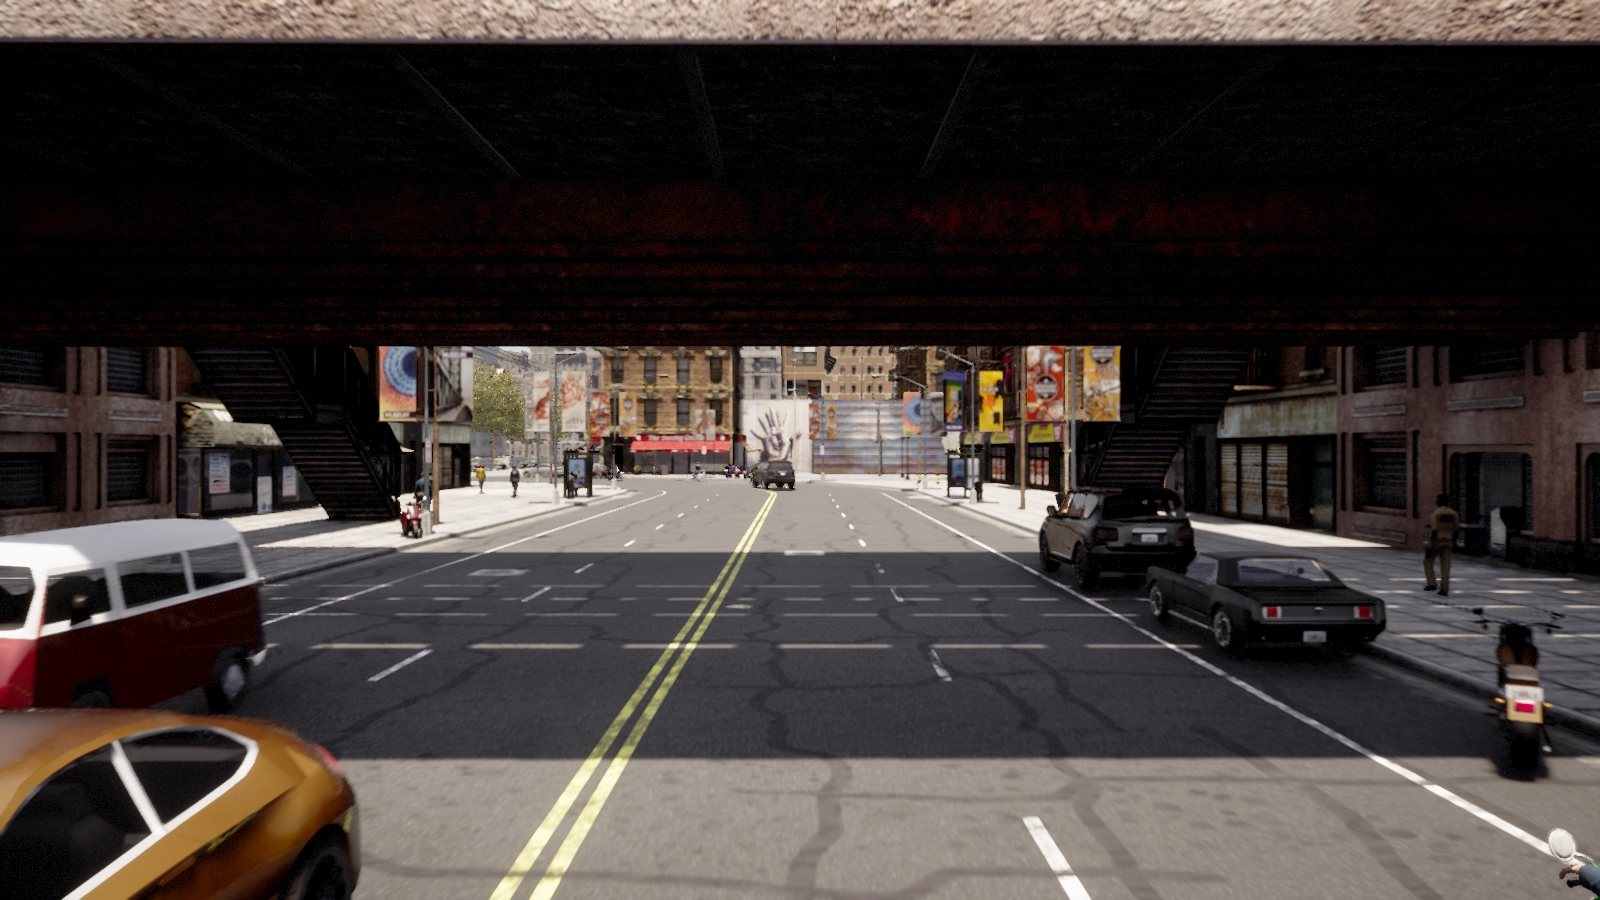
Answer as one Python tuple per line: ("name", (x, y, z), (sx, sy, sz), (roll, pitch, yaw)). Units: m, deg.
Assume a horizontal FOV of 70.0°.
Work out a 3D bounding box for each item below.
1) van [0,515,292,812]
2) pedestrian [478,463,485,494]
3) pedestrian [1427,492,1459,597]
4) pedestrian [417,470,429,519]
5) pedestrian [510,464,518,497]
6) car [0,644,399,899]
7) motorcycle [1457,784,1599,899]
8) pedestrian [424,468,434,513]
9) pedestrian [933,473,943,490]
("van", (-6.973, 1.782, 11.084), (2.069, 2.038, 4.480), (0, 0, 0))
("pedestrian", (-19.153, 1.696, 68.657), (0.375, 1.860, 0.375), (0, 0, -19))
("pedestrian", (11.573, 1.696, 20.565), (0.375, 1.860, 0.375), (0, 0, 4))
("pedestrian", (-14.326, 1.696, 43.427), (0.375, 1.860, 0.375), (0, 0, -3))
("pedestrian", (-15.864, 1.696, 63.446), (0.375, 1.860, 0.375), (0, 0, -7))
("car", (-3.491, 1.992, 4.363), (2.152, 1.651, 5.027), (0, 0, 0))
("motorcycle", (3.504, 2.182, 4.449), (0.856, 1.236, 1.805), (0, 0, 0))
("pedestrian", (-15.424, 1.696, 47.516), (0.375, 1.860, 0.375), (0, 0, -18))
("pedestrian", (9.202, 2.076, 76.073), (0.500, 1.100, 0.500), (0, 0, -18))
